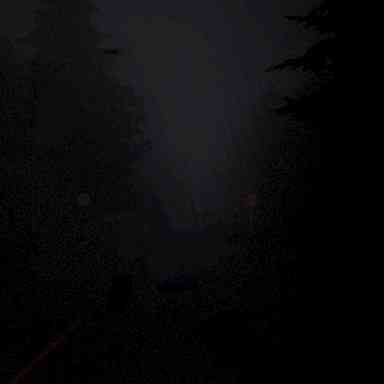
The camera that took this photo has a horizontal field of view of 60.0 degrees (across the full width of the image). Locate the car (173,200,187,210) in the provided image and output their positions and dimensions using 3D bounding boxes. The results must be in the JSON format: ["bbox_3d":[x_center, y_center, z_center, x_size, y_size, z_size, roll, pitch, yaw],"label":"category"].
[{"bbox_3d":[-1.836,2.012,52.793,1.837,1.490,4.892,0,0,3],"label":"car"}]
